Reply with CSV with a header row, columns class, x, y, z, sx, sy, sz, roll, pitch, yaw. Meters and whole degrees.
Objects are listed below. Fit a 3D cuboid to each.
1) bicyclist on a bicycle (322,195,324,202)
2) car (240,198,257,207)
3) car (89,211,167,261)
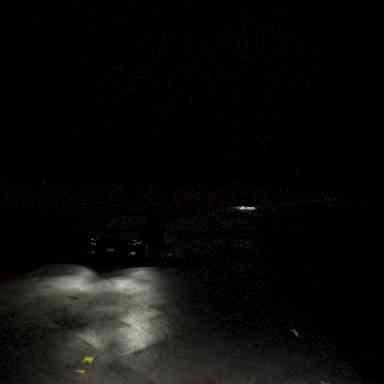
class,x,y,z,sx,sy,sz,roll,pitch,yaw
bicyclist on a bicycle,33.341,1.636,84.593,0.582,1.620,1.656,1,1,36
car,9.204,1.698,53.714,1.994,1.385,4.181,1,0,25
car,-2.248,1.540,12.775,1.882,1.535,5.008,0,0,6
